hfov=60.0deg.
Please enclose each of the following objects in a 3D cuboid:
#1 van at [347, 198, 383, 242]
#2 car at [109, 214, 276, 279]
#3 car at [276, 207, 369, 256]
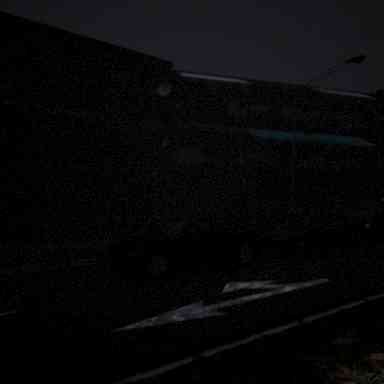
[{"bbox_3d":[9.188,1.264,16.188,4.442,1.987,1.878,0,0,-31],"label":"van"},{"bbox_3d":[-0.030,1.484,10.271,5.008,1.535,2.097,0,0,-33],"label":"car"},{"bbox_3d":[4.560,1.518,13.290,4.792,1.488,2.163,0,0,-32],"label":"car"}]
